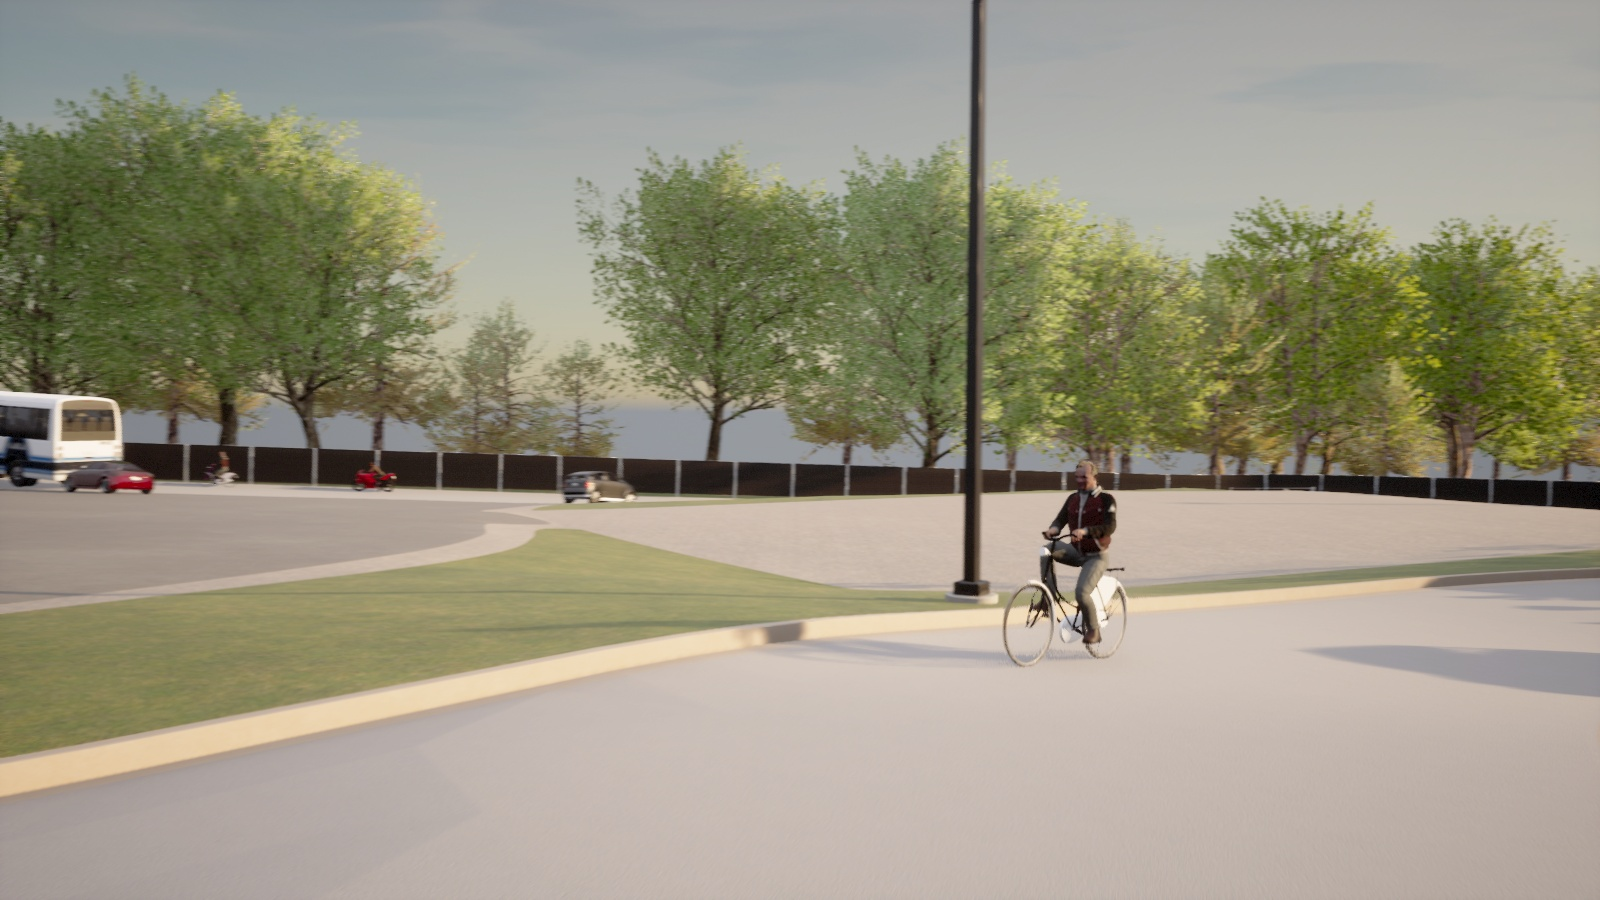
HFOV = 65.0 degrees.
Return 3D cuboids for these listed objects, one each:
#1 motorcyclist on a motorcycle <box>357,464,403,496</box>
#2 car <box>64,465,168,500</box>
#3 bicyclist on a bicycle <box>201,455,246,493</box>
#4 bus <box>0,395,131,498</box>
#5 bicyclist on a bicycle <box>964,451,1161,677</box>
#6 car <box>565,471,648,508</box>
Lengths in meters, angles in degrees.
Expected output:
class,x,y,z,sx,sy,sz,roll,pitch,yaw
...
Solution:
class,x,y,z,sx,sy,sz,roll,pitch,yaw
motorcyclist on a motorcycle,-20.933,1.503,62.602,2.044,1.523,0.797,2,2,-9
car,-29.026,1.367,53.276,4.181,1.385,1.994,0,-2,32
bicyclist on a bicycle,-28.270,1.174,61.629,1.843,1.776,0.659,2,2,-6
bus,-36.937,-0.315,59.489,10.273,4.253,3.944,3,3,26
bicyclist on a bicycle,2.291,0.948,10.820,1.843,1.776,0.659,4,-2,-43
car,-8.942,1.864,58.163,1.789,1.549,3.705,-2,-5,32
